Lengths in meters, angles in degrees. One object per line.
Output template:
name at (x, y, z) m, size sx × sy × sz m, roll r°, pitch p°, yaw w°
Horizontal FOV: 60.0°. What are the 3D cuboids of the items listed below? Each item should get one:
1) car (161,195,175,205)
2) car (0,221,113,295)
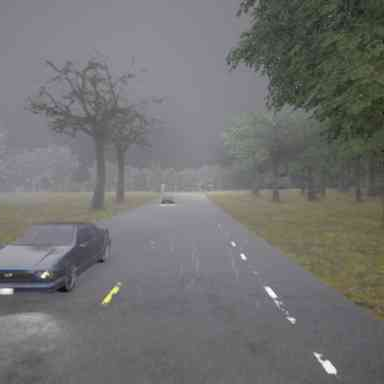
car at (-3.545, 1.106, 50.330) m, size 2.033 × 1.411 × 5.357 m, roll 0°, pitch 1°, yaw 1°
car at (-3.596, 1.526, 9.100) m, size 2.033 × 1.411 × 5.357 m, roll 0°, pitch 0°, yaw 0°
